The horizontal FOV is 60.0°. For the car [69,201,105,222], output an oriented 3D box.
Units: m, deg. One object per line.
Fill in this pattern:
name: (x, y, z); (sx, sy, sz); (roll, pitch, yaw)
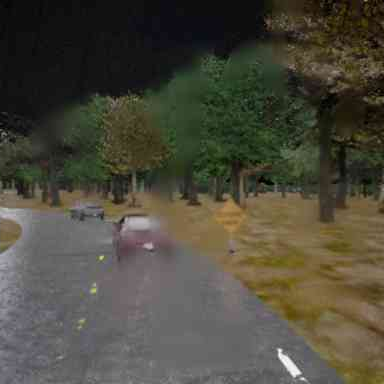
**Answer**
car: (-8.527, 1.496, 26.779); (2.128, 1.511, 4.902); (0, 0, -33)

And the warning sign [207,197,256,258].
warning sign: (1.275, 1.113, 10.972); (1.300, 1.860, 1.060); (-1, -1, -13)

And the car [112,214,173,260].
car: (-1.957, 1.534, 12.512); (1.812, 1.442, 4.674); (0, -1, -16)
